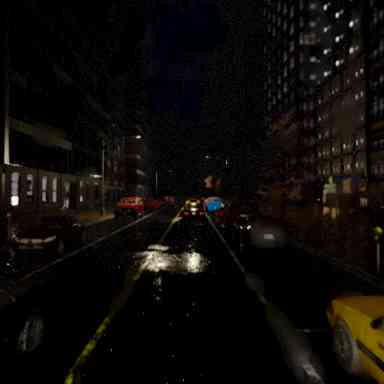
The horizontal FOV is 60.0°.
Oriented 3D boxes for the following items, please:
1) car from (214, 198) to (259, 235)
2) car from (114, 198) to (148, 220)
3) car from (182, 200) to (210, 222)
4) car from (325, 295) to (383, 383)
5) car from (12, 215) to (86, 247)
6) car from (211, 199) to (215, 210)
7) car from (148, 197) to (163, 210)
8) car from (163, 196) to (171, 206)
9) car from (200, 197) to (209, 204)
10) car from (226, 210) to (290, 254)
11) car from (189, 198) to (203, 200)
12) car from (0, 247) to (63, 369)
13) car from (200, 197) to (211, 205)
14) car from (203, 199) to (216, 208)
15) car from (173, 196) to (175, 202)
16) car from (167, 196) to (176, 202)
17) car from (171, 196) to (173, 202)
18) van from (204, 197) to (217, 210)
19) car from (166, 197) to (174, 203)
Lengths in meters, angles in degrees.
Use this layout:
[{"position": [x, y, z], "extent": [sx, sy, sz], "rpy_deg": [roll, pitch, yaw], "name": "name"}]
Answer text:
[{"position": [2.717, 1.413, 19.249], "extent": [2.192, 1.841, 5.009], "rpy_deg": [0, 0, 0], "name": "car"}, {"position": [-5.652, 1.467, 30.336], "extent": [2.192, 1.841, 5.009], "rpy_deg": [0, 0, 0], "name": "car"}, {"position": [0.131, 1.686, 27.660], "extent": [2.033, 1.411, 5.357], "rpy_deg": [0, 0, 0], "name": "car"}, {"position": [2.697, 1.541, 2.801], "extent": [1.752, 1.417, 4.829], "rpy_deg": [0, 0, 0], "name": "car"}, {"position": [-5.671, 1.651, 13.718], "extent": [1.802, 1.307, 4.206], "rpy_deg": [0, 0, 0], "name": "car"}, {"position": [2.722, 1.566, 24.788], "extent": [1.967, 1.590, 4.097], "rpy_deg": [0, 0, 0], "name": "car"}, {"position": [-5.634, 1.779, 46.953], "extent": [1.887, 1.381, 4.507], "rpy_deg": [0, 0, 0], "name": "car"}, {"position": [-5.616, 1.861, 63.570], "extent": [1.887, 1.381, 4.507], "rpy_deg": [0, 0, 0], "name": "car"}, {"position": [2.777, 1.899, 74.809], "extent": [1.752, 1.417, 4.829], "rpy_deg": [0, 0, 0], "name": "car"}, {"position": [2.709, 1.636, 13.709], "extent": [1.947, 1.339, 4.313], "rpy_deg": [0, 0, 0], "name": "car"}, {"position": [0.149, 1.703, 44.958], "extent": [1.882, 1.535, 5.008], "rpy_deg": [0, 0, 0], "name": "car"}, {"position": [-3.093, 1.617, 3.253], "extent": [1.895, 1.301, 4.718], "rpy_deg": [0, 0, 0], "name": "car"}, {"position": [2.771, 1.785, 69.102], "extent": [1.967, 1.590, 4.097], "rpy_deg": [0, 0, 0], "name": "car"}, {"position": [2.753, 1.789, 52.653], "extent": [1.752, 1.417, 4.829], "rpy_deg": [0, 0, 0], "name": "car"}, {"position": [-5.603, 1.922, 74.649], "extent": [2.008, 1.369, 4.403], "rpy_deg": [0, 0, 0], "name": "car"}, {"position": [-5.584, 1.893, 91.267], "extent": [1.967, 1.590, 4.097], "rpy_deg": [0, 0, 0], "name": "car"}, {"position": [-5.609, 1.784, 69.110], "extent": [1.967, 1.590, 4.097], "rpy_deg": [0, 0, 0], "name": "car"}, {"position": [2.741, 1.549, 41.406], "extent": [1.690, 1.788, 3.998], "rpy_deg": [0, 0, 0], "name": "van"}, {"position": [-5.591, 1.970, 85.727], "extent": [1.887, 1.381, 4.507], "rpy_deg": [0, 0, 0], "name": "car"}]
